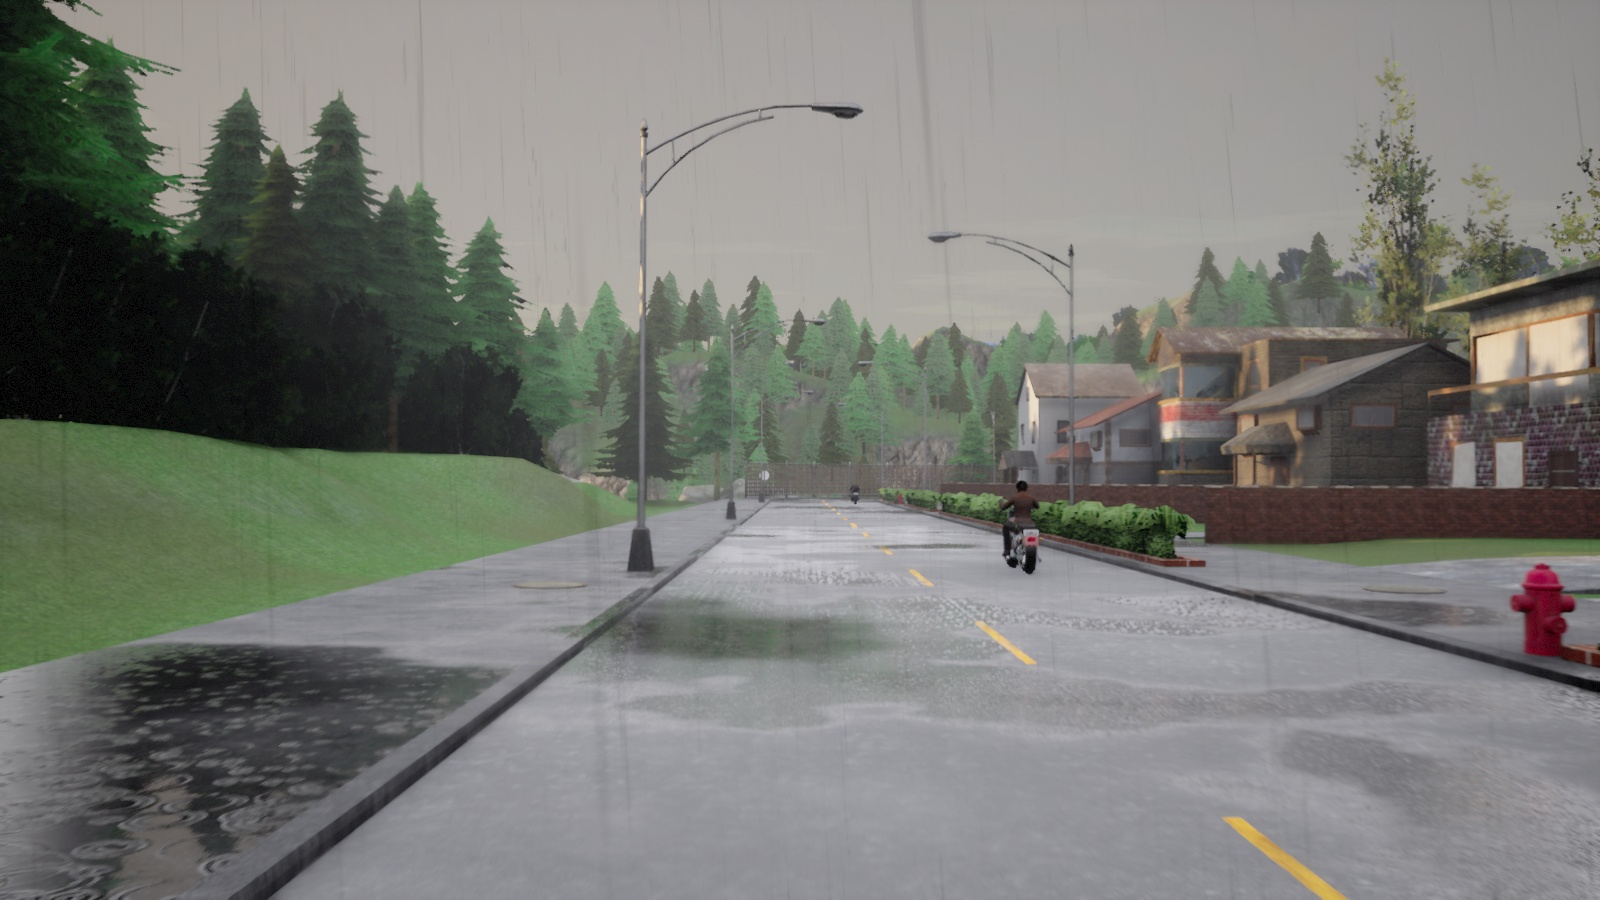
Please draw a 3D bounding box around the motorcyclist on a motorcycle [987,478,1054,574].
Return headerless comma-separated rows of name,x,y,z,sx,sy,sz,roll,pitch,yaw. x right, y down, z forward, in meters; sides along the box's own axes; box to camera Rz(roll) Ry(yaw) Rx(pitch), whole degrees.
motorcyclist on a motorcycle,3.941,1.330,22.611,0.766,1.649,2.350,0,-2,0
